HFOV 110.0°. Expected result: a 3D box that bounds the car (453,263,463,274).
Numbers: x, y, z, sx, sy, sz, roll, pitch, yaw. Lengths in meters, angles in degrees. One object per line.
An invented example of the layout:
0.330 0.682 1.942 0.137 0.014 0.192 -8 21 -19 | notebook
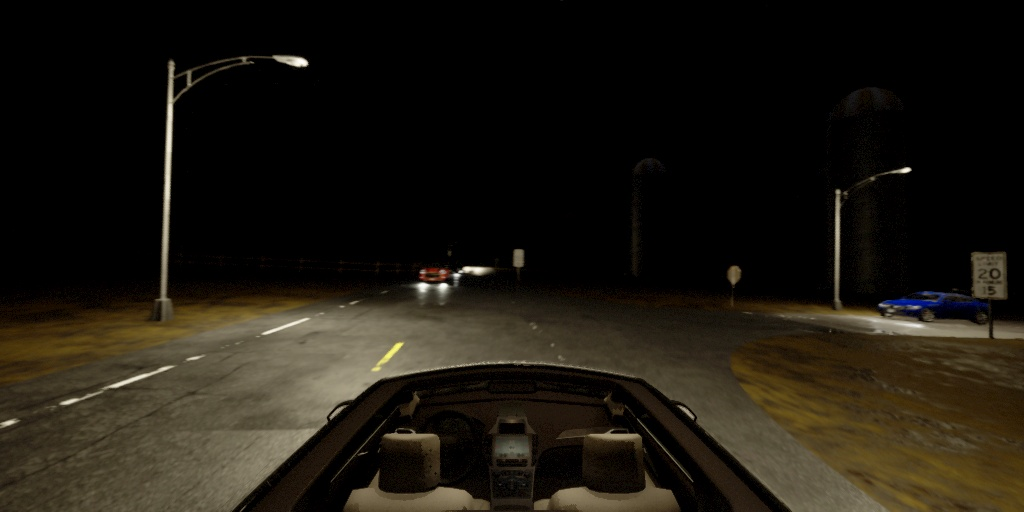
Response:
-8.203 1.654 49.149 1.837 1.490 4.892 1 -1 -5 | car

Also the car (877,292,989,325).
20.867 2.512 17.745 4.674 1.442 1.812 3 -2 -5 | car

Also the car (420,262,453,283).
-6.487 1.287 30.568 2.097 1.767 4.553 1 -1 -5 | car
